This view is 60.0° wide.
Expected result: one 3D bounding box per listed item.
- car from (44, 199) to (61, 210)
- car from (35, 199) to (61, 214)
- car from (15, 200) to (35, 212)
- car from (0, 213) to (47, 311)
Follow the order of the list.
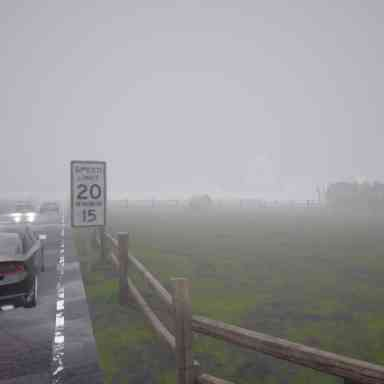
[{"bbox_3d":[-18.948,1.604,45.269,1.895,1.301,4.718,0,0,-21],"label":"car"},{"bbox_3d":[-15.153,1.495,35.531,2.128,1.511,4.902,0,0,-21],"label":"car"},{"bbox_3d":[-19.627,1.623,39.366,1.895,1.301,4.718,0,0,-21],"label":"car"},{"bbox_3d":[-4.444,1.481,7.521,1.882,1.535,5.008,0,0,-21],"label":"car"}]
